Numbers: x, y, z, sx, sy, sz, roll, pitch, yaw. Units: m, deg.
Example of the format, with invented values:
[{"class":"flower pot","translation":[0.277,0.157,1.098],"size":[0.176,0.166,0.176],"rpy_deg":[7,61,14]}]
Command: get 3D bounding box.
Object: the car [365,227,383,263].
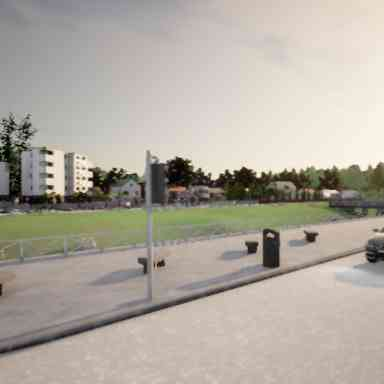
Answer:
[{"class":"car","translation":[7.853,1.663,11.827],"size":[4.892,1.490,1.837],"rpy_deg":[0,-2,-42]}]
